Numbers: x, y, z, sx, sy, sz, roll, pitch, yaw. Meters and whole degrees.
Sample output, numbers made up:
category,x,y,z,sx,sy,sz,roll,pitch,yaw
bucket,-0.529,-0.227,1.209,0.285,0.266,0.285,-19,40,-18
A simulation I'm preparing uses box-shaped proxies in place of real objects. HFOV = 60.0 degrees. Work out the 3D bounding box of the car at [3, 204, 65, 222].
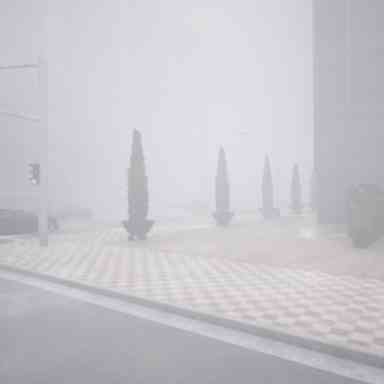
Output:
category,x,y,z,sx,sy,sz,roll,pitch,yaw
car,-14.076,1.828,29.842,1.895,1.301,4.718,-1,0,36

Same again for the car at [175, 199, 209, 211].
category,x,y,z,sx,sy,sz,roll,pitch,yaw
car,0.397,1.702,43.887,1.837,1.490,4.892,-1,0,36

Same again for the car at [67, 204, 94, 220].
category,x,y,z,sx,sy,sz,roll,pitch,yaw
car,-10.587,1.763,28.696,1.994,1.385,4.181,-1,0,36

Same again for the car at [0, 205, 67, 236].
category,x,y,z,sx,sy,sz,roll,pitch,yaw
car,-9.642,1.623,17.875,1.882,1.535,5.008,-1,0,36

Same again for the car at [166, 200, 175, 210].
category,x,y,z,sx,sy,sz,roll,pitch,yaw
car,-1.744,1.752,46.898,1.812,1.442,4.674,-1,0,36
